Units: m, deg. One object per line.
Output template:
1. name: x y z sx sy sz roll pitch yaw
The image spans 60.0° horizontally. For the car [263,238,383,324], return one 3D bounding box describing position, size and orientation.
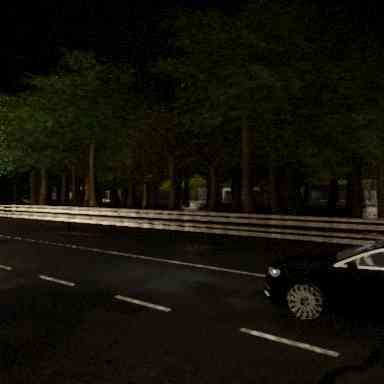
1. car: 3.647 1.493 5.567 4.902 1.511 2.128 0 0 36
